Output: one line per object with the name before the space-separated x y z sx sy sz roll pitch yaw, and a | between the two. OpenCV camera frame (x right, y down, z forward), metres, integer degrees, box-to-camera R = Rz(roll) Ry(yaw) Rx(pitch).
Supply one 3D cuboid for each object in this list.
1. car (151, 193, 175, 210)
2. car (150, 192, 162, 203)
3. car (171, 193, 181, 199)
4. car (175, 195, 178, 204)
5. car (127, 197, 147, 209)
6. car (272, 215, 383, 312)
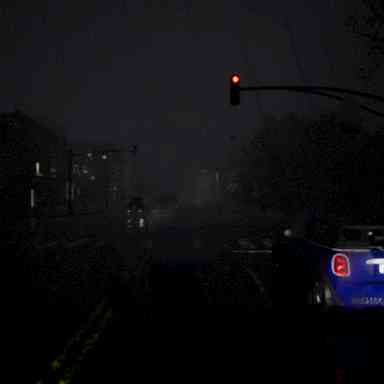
car | -3.423 1.289 40.466 1.882 1.535 5.008 0 0 0
car | -6.692 0.931 63.360 2.150 2.045 5.566 0 0 0
car | -3.467 0.828 73.435 1.994 1.385 4.181 0 0 0
car | -3.462 1.238 57.975 1.837 1.490 4.892 0 0 0
car | -6.674 1.336 40.722 1.812 1.442 4.674 0 0 0
car | 3.343 1.315 7.794 2.097 1.767 4.553 0 0 0
